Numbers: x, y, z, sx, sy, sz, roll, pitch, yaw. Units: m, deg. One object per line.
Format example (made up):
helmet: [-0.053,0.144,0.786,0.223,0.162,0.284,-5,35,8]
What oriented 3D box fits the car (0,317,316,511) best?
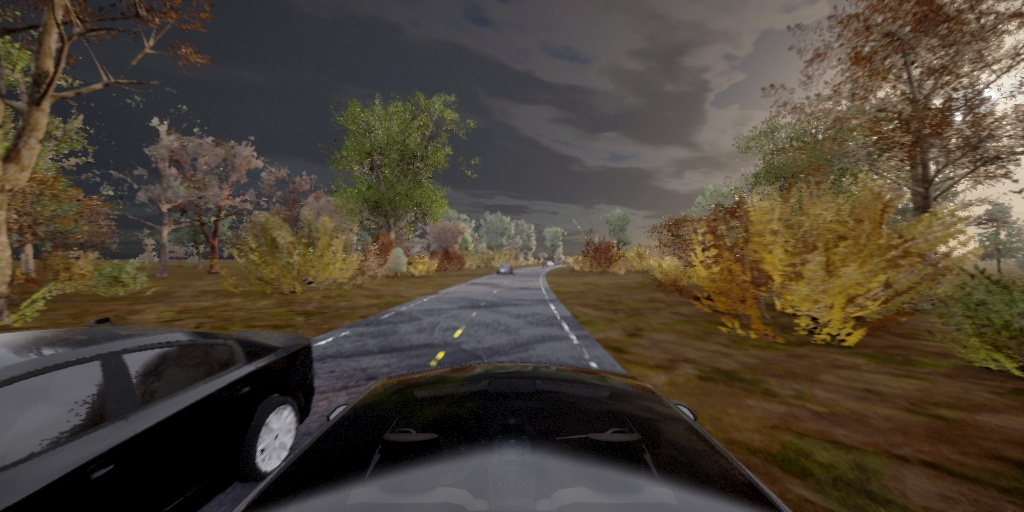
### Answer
car: [-3.076,1.220,1.848,1.882,1.535,5.008,0,-1,0]

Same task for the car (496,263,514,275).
car: [-0.822,1.666,45.579,2.128,1.511,4.902,0,-1,6]
